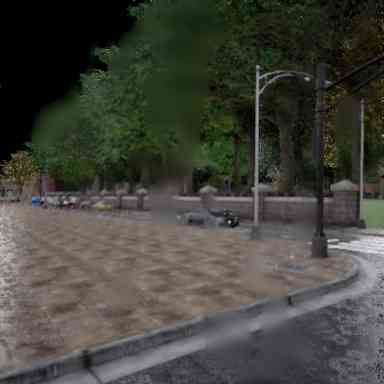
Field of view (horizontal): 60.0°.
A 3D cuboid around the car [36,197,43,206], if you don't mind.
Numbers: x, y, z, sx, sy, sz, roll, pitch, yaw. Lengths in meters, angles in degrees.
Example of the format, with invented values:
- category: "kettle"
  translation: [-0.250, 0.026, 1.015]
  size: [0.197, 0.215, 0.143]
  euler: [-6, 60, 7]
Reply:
- category: "car"
  translation: [-31.652, 2.038, 72.234]
  size: [2.192, 1.841, 5.009]
  euler: [0, -1, -35]

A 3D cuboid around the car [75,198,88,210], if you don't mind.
- category: "car"
  translation: [-15.173, 1.947, 48.992]
  size: [1.887, 1.381, 4.507]
  euler: [0, -1, -35]

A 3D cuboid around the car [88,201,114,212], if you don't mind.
- category: "car"
  translation: [-11.976, 1.869, 44.483]
  size: [1.752, 1.417, 4.829]
  euler: [0, -1, -35]

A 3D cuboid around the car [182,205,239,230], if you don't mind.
- category: "car"
  translation: [1.100, 1.621, 21.493]
  size: [1.994, 1.385, 4.181]
  euler: [1, -1, -35]

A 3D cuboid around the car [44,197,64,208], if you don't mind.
- category: "car"
  translation: [-22.371, 1.805, 54.603]
  size: [1.837, 1.490, 4.892]
  euler: [1, -1, -35]

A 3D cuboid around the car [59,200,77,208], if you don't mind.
- category: "car"
  translation: [-21.764, 2.108, 58.288]
  size: [1.802, 1.307, 4.206]
  euler: [0, -1, -35]

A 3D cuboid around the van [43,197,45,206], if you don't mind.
- category: "van"
  translation: [-28.357, 1.997, 67.586]
  size: [1.690, 1.788, 3.998]
  euler: [0, -1, -35]

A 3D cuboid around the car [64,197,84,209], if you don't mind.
- category: "car"
  translation: [-18.470, 1.779, 53.642]
  size: [2.192, 1.841, 5.009]
  euler: [0, -1, -35]

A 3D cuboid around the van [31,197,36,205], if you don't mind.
- category: "van"
  translation: [-38.244, 2.203, 81.530]
  size: [1.690, 1.788, 3.998]
  euler: [0, -1, -35]

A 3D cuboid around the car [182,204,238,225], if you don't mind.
- category: "car"
  translation: [1.307, 1.671, 25.753]
  size: [2.008, 1.369, 4.403]
  euler: [0, -1, -35]
